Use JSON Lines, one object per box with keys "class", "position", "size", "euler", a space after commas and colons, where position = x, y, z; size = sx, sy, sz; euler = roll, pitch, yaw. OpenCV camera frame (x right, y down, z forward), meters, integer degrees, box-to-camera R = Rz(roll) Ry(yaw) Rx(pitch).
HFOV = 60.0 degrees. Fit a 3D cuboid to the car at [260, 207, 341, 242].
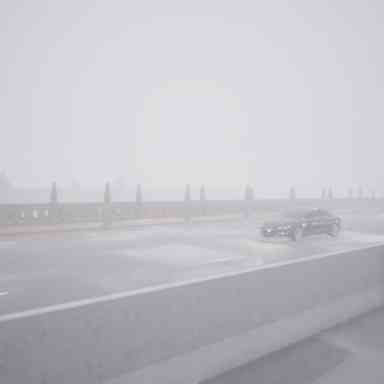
{"class": "car", "position": [5.462, 1.511, 16.485], "size": [4.892, 1.490, 1.837], "euler": [0, 0, -35]}
